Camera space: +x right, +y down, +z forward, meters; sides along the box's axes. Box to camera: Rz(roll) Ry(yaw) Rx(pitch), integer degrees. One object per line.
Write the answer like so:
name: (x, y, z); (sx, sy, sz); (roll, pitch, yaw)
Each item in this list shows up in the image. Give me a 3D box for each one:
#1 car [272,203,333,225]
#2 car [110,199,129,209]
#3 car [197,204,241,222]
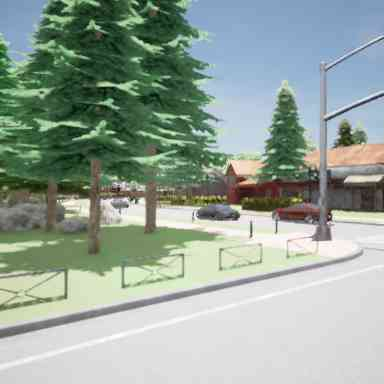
car: (8.577, 1.649, 26.303); (1.882, 1.535, 5.008); (0, 0, -36)
car: (-10.660, 1.735, 48.840); (1.994, 1.385, 4.181); (0, 0, -28)
car: (2.262, 1.734, 28.751); (1.994, 1.385, 4.181); (0, 0, -35)
